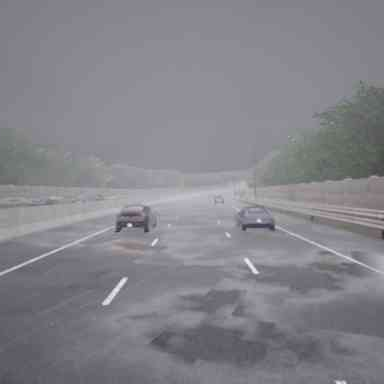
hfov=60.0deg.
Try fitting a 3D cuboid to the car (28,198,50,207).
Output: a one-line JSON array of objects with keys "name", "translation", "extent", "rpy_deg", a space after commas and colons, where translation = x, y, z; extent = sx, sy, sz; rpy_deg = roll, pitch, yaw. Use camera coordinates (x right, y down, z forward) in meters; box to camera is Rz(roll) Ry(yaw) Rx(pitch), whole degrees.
[{"name": "car", "translation": [-20.186, 1.524, 45.450], "extent": [2.033, 1.411, 5.357], "rpy_deg": [0, 0, 3]}]

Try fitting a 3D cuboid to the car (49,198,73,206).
[{"name": "car", "translation": [-16.721, 1.584, 44.479], "extent": [1.895, 1.301, 4.718], "rpy_deg": [0, 0, 3]}]

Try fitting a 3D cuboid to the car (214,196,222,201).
[{"name": "car", "translation": [6.762, 1.739, 87.157], "extent": [1.994, 1.385, 4.181], "rpy_deg": [0, 0, 4]}]

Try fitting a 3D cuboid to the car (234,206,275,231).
[{"name": "car", "translation": [3.797, 1.561, 20.623], "extent": [1.994, 1.385, 4.181], "rpy_deg": [0, 0, 1]}]

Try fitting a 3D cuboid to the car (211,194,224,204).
[{"name": "car", "translation": [5.340, 1.530, 65.415], "extent": [2.033, 1.649, 4.856], "rpy_deg": [0, 0, 3]}]

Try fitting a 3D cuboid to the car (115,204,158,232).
[{"name": "car", "translation": [-3.219, 1.491, 19.808], "extent": [1.837, 1.490, 4.892], "rpy_deg": [0, 0, 1]}]

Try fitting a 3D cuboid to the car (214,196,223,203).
[{"name": "car", "translation": [6.001, 1.684, 76.289], "extent": [2.033, 1.411, 5.357], "rpy_deg": [0, 0, 4]}]

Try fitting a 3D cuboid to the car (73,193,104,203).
[{"name": "car", "translation": [-13.244, 1.210, 43.929], "extent": [2.150, 2.045, 5.566], "rpy_deg": [0, 0, 2]}]
